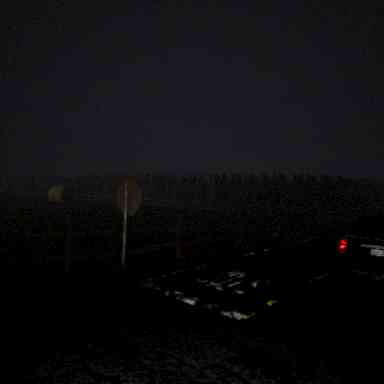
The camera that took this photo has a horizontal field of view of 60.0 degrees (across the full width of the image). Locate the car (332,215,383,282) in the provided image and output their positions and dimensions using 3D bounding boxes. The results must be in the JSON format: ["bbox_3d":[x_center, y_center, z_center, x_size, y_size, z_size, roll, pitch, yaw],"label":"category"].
[{"bbox_3d":[5.608,1.435,9.211,2.097,1.767,4.553,4,2,40],"label":"car"}]
